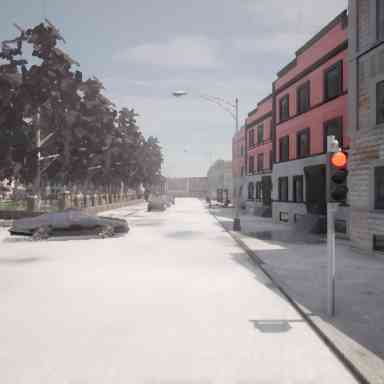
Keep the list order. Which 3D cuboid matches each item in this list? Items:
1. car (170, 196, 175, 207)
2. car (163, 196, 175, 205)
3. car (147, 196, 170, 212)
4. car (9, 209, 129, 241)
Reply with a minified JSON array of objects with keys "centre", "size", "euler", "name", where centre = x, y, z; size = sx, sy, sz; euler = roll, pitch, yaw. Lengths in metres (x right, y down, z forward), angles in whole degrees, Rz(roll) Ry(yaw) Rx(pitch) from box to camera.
[{"centre":[-4.083,1.547,49.263],"size":[2.033,1.411,5.357],"euler":[0,0,0],"name":"car"},{"centre":[-4.050,1.505,59.662],"size":[1.837,1.490,4.892],"euler":[0,0,0],"name":"car"},{"centre":[-4.087,1.478,39.363],"size":[1.882,1.535,5.008],"euler":[0,0,0],"name":"car"},{"centre":[-5.844,1.548,16.305],"size":[5.357,1.411,2.033],"euler":[0,0,-17],"name":"car"}]
